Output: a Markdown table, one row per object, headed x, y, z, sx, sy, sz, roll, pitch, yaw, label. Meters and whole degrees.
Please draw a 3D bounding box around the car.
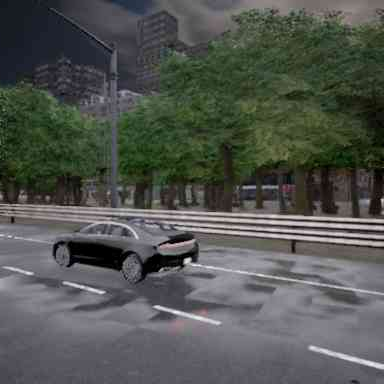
| x | y | z | sx | sy | sz | roll | pitch | yaw | label |
| --- | --- | --- | --- | --- | --- | --- | --- | --- | --- |
| -2.085 | 1.501 | 9.655 | 4.902 | 1.511 | 2.128 | 0 | 0 | 36 | car |
